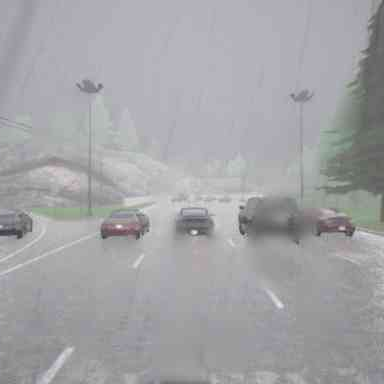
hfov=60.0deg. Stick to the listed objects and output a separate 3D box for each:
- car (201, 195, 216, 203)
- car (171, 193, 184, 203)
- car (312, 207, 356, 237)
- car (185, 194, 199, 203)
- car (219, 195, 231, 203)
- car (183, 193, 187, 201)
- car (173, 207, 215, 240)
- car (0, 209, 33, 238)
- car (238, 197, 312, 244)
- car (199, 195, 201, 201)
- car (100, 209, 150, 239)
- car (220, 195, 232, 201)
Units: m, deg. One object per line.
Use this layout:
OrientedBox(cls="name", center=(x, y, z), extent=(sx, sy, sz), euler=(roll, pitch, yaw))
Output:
OrientedBox(cls="car", center=(3.505, 1.585, 72.164), extent=(2.033, 1.411, 5.357), euler=(0, 0, 2))
OrientedBox(cls="car", center=(-3.482, 1.587, 72.977), extent=(2.033, 1.411, 5.357), euler=(0, 0, 2))
OrientedBox(cls="car", center=(7.085, 1.538, 18.004), extent=(1.812, 1.442, 4.674), euler=(0, 0, 0))
OrientedBox(cls="car", center=(0.023, 1.573, 73.365), extent=(1.812, 1.442, 4.674), euler=(0, 0, 2))
OrientedBox(cls="car", center=(7.011, 1.600, 72.608), extent=(1.994, 1.385, 4.181), euler=(0, 0, 2))
OrientedBox(cls="car", center=(-2.133, 1.276, 83.384), extent=(2.150, 2.045, 5.566), euler=(0, 0, 17))
OrientedBox(cls="car", center=(0.098, 1.516, 17.054), extent=(1.837, 1.490, 4.892), euler=(0, 0, 0))
OrientedBox(cls="car", center=(-9.610, 1.576, 17.356), extent=(1.994, 1.385, 4.181), euler=(0, 0, -19))
OrientedBox(cls="car", center=(3.599, 1.232, 16.037), extent=(2.150, 2.045, 5.566), euler=(0, 0, 0))
OrientedBox(cls="car", center=(1.446, 1.448, 83.307), extent=(2.033, 1.411, 5.357), euler=(0, 0, 17))
OrientedBox(cls="car", center=(-3.402, 1.576, 17.530), extent=(1.994, 1.385, 4.181), euler=(0, 0, 0))
OrientedBox(cls="car", center=(8.476, 1.548, 82.470), extent=(2.033, 1.411, 5.357), euler=(0, 0, 17))
